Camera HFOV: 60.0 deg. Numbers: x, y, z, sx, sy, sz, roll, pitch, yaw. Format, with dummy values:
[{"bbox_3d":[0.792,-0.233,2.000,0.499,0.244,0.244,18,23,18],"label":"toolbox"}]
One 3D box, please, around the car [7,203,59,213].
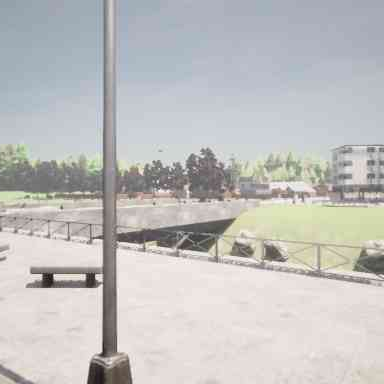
[{"bbox_3d":[-14.059,1.613,29.024,1.895,1.301,4.718,0,0,36],"label":"car"}]
